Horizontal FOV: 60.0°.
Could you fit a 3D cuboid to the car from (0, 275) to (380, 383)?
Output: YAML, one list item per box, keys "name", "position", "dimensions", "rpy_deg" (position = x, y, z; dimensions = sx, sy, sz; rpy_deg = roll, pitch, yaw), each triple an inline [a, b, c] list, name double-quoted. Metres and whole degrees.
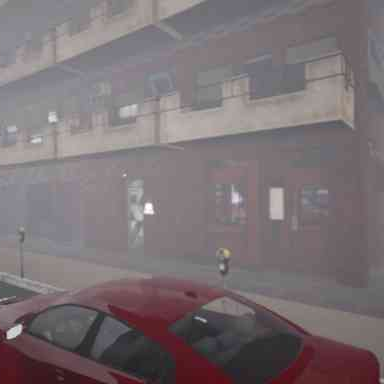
- name: "car"
  position: [-0.622, 1.552, 3.328]
  dimensions: [4.507, 1.381, 1.887]
  rpy_deg: [0, -1, 35]
